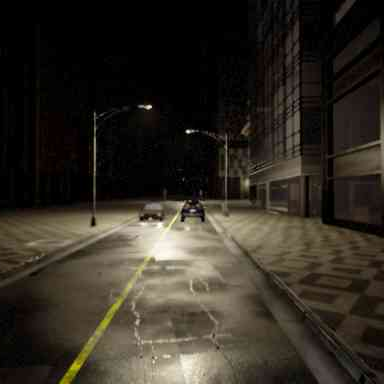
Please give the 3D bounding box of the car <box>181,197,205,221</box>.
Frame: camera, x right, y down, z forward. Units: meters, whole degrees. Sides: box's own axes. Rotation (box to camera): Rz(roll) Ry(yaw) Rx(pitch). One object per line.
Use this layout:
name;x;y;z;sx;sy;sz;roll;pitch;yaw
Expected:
car;0.069;1.529;28.029;2.033;1.649;4.856;0;0;0

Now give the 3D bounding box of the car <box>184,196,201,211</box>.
car;0.050;1.505;44.929;2.097;1.767;4.553;0;0;0

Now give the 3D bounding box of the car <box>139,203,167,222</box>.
car;-3.128;1.645;27.734;2.033;1.411;5.357;0;0;0
